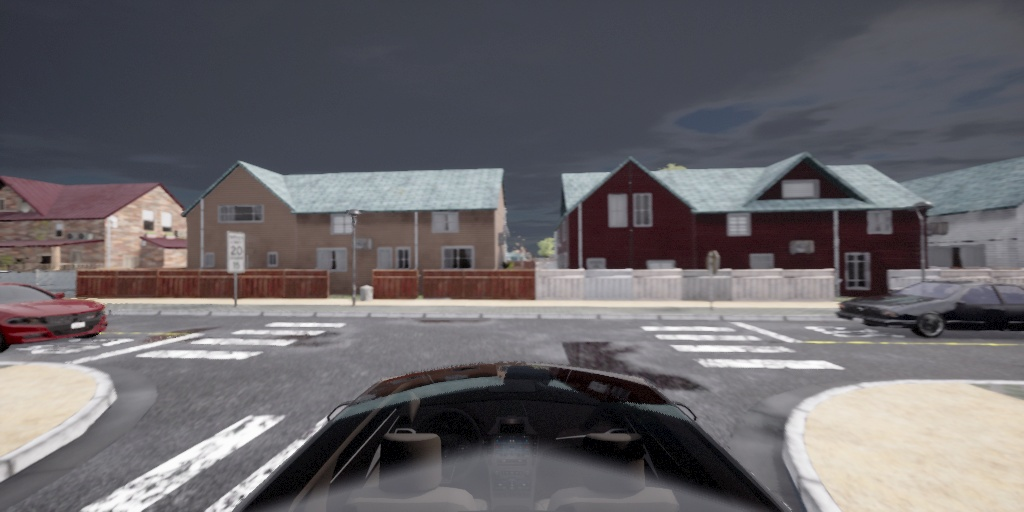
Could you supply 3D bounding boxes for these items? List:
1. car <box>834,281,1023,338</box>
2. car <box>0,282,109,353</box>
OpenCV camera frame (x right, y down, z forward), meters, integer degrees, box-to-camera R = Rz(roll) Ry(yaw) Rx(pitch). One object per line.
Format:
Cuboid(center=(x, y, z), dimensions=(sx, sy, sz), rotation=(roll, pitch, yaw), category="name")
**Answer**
Cuboid(center=(12.324, 1.393, 9.851), dimensions=(5.357, 1.411, 2.033), rotation=(0, -1, 4), category="car")
Cuboid(center=(-12.662, 1.356, 8.579), dimensions=(5.008, 1.535, 1.882), rotation=(0, -1, 4), category="car")
